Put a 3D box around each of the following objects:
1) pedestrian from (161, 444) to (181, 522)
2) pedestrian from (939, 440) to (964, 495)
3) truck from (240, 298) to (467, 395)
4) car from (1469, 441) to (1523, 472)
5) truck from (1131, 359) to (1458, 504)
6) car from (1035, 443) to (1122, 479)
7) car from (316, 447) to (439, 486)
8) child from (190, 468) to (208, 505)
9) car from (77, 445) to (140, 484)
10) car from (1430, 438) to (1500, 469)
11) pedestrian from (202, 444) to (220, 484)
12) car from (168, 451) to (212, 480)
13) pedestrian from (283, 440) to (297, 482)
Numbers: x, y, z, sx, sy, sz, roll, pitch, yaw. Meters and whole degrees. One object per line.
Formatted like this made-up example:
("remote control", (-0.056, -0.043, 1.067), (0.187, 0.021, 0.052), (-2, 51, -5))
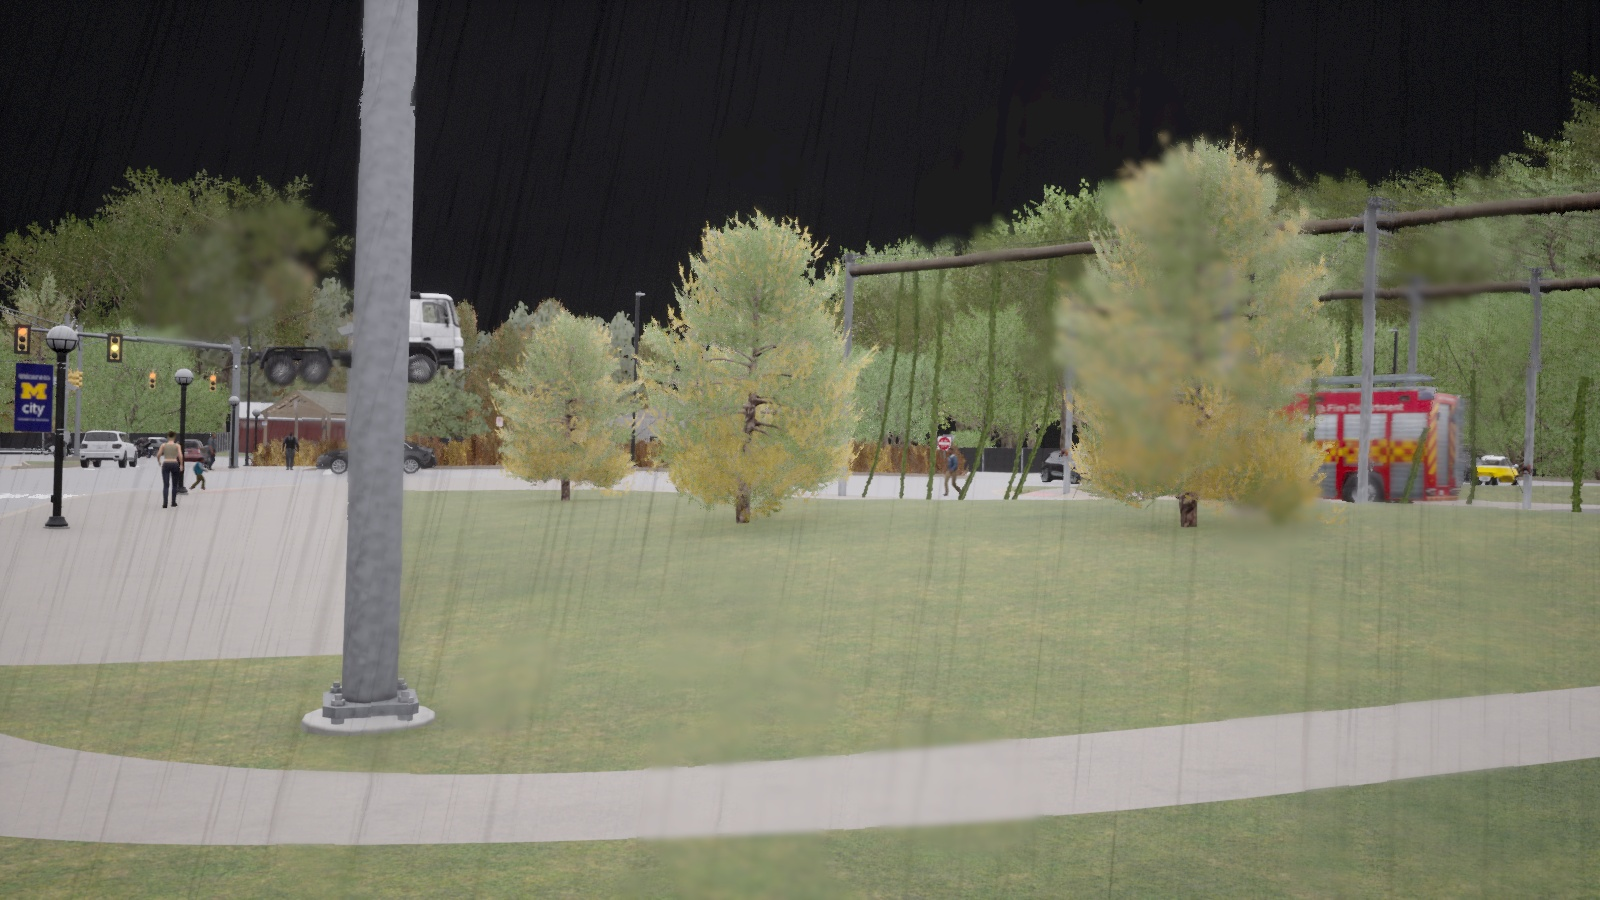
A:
("pedestrian", (-15.025, 0.772, 30.024), (0.345, 1.836, 0.594), (1, 0, -20))
("pedestrian", (5.430, 0.629, 44.944), (0.788, 1.949, 0.423), (0, 1, -34))
("truck", (-17.327, -4.057, 48.914), (7.936, 3.462, 2.891), (-4, 4, -22))
("car", (31.983, 0.273, 57.690), (2.207, 1.376, 1.481), (-1, 1, -39))
("truck", (14.348, -0.444, 37.056), (8.468, 3.827, 2.891), (-1, -1, 43))
("car", (13.559, 0.543, 61.486), (2.033, 1.649, 4.856), (-1, 0, -16))
("car", (-18.054, 0.697, 53.746), (4.892, 1.490, 1.837), (-1, 1, -20))
("child", (-19.560, 1.186, 40.890), (0.448, 1.192, 0.343), (0, 1, -39))
("car", (-38.547, 0.798, 70.137), (2.150, 2.045, 5.566), (-1, 0, -19))
("car", (33.399, 0.155, 63.031), (4.193, 1.474, 1.816), (-2, 1, -43))
("pedestrian", (-27.416, 0.638, 58.470), (0.694, 1.848, 0.540), (1, 0, -20))
("car", (-36.864, 0.900, 75.986), (1.851, 1.617, 3.988), (-1, 1, -19))
("pedestrian", (-23.594, 0.505, 58.133), (0.563, 1.883, 0.849), (1, 0, -21))
